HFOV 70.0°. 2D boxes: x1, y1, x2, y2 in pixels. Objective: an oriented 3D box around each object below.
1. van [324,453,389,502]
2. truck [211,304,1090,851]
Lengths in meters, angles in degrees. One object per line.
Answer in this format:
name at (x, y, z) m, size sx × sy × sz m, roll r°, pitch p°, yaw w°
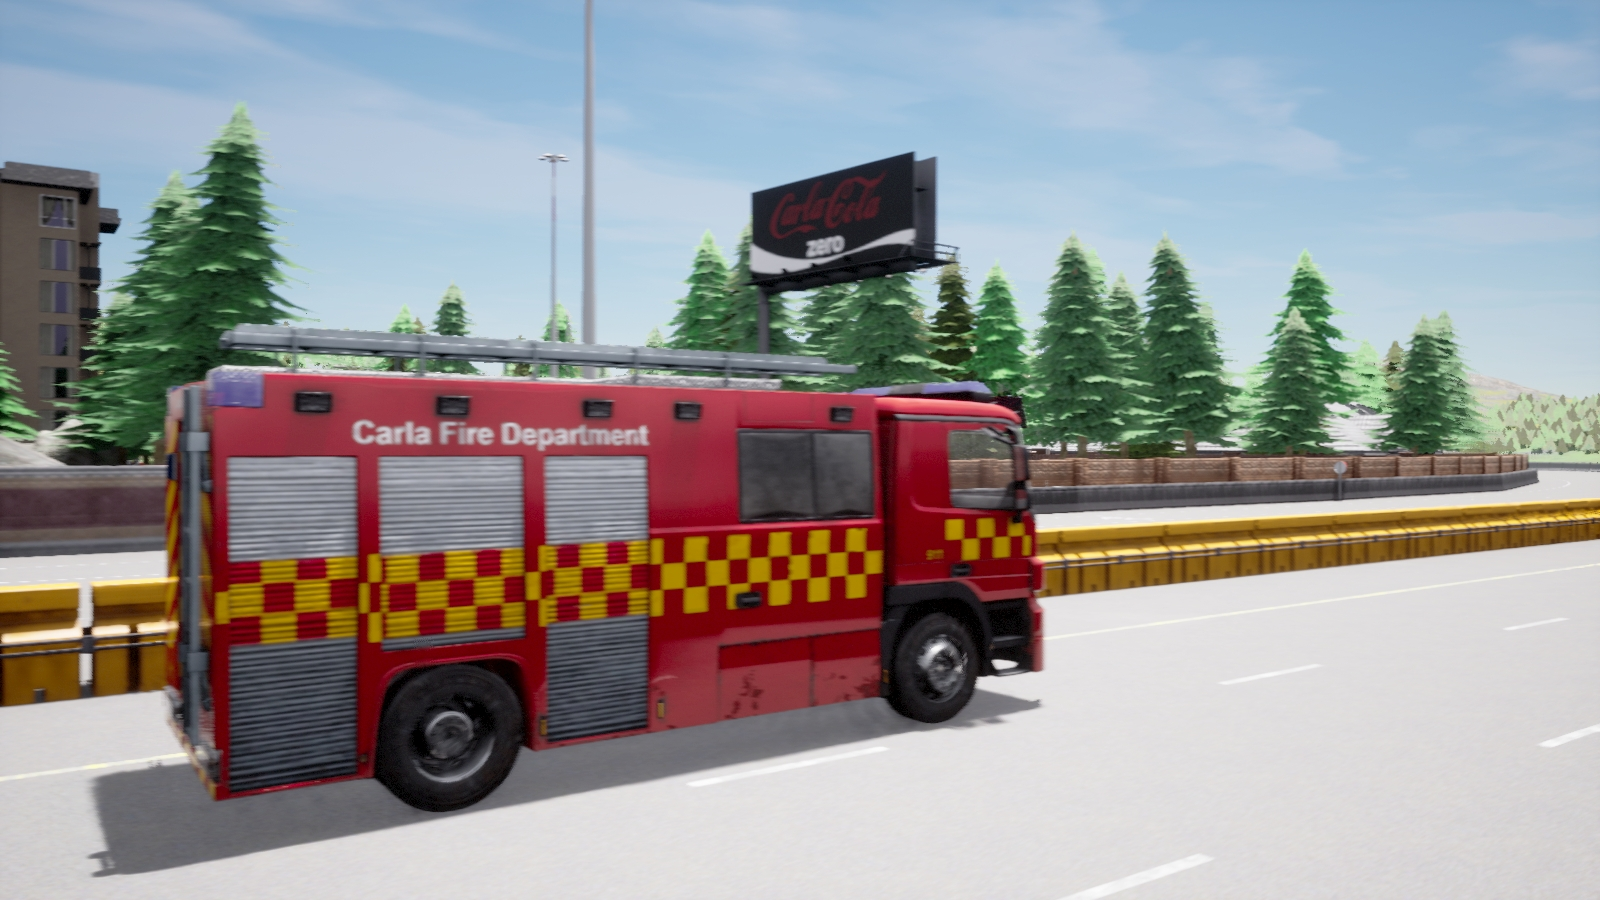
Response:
van at (-24.261, 1.513, 62.371) m, size 1.988 × 2.561 × 5.915 m, roll 0°, pitch -1°, yaw -34°
truck at (-1.046, 0.893, 11.607) m, size 8.468 × 3.827 × 2.891 m, roll 0°, pitch 0°, yaw -35°
